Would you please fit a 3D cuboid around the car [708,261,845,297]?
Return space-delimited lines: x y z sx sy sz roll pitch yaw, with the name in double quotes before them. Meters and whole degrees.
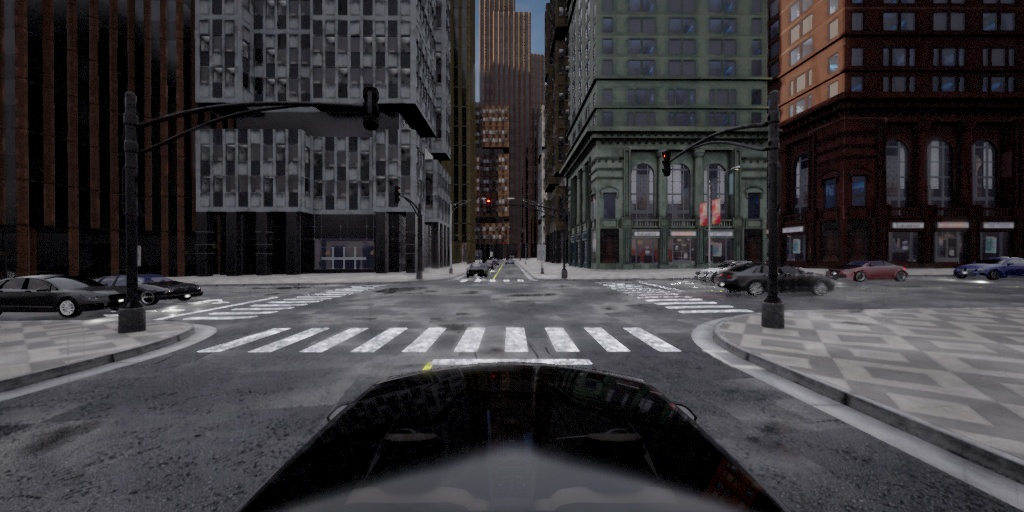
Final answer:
"car" 12.444 1.074 17.090 4.892 1.490 1.837 -1 1 1

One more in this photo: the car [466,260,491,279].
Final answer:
"car" -3.135 1.331 32.588 1.895 1.301 4.718 0 0 -2

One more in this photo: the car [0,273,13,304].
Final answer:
"car" -27.349 1.607 16.958 4.892 1.490 1.837 -1 0 0

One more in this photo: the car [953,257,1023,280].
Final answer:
"car" 32.382 0.807 23.814 4.674 1.442 1.812 -1 0 -1

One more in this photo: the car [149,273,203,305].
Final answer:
"car" -17.863 1.522 17.038 5.357 1.411 2.033 -1 0 5

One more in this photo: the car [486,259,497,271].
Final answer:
"car" -3.342 1.210 48.973 1.837 1.490 4.892 0 0 0

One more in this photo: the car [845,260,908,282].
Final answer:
"car" 23.422 0.958 23.793 4.181 1.385 1.994 -1 0 0

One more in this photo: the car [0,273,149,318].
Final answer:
"car" -17.420 1.490 13.733 4.892 1.490 1.837 -1 0 0

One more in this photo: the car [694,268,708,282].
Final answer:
"car" 14.600 1.033 23.770 4.674 1.442 1.812 -1 0 -1
